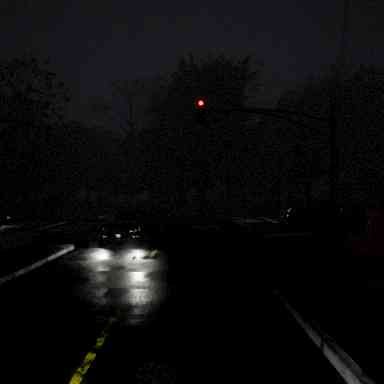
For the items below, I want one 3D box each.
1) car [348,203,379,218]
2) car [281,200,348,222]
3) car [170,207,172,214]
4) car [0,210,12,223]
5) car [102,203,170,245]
[{"bbox_3d":[15.142,1.665,29.611,4.718,1.301,1.895,0,0,0],"label":"car"},{"bbox_3d":[9.415,1.393,26.341,4.553,1.767,2.097,0,0,0],"label":"car"},{"bbox_3d":[-4.145,1.596,29.544,4.718,1.301,1.895,0,0,0],"label":"car"},{"bbox_3d":[-14.896,1.471,22.807,4.674,1.442,1.812,0,0,0],"label":"car"},{"bbox_3d":[-2.624,1.502,15.719,1.837,1.490,4.892,-1,0,8],"label":"car"}]
